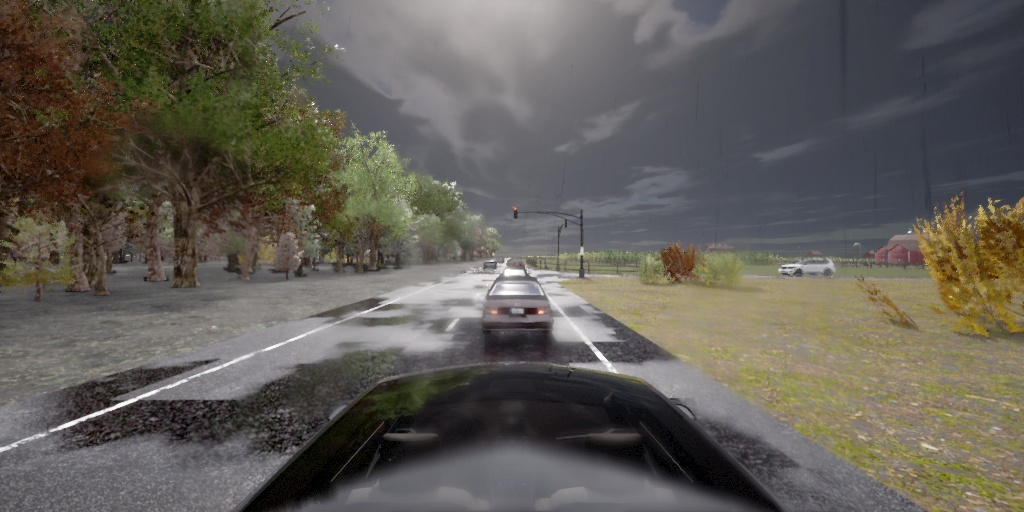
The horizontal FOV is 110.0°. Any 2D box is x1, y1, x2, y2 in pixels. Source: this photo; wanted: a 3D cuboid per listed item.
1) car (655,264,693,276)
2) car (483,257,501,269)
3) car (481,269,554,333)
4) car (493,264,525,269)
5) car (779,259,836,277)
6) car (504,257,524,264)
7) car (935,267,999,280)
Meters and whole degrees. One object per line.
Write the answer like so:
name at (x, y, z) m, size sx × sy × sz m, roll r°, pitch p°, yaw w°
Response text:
car at (18.931, 1.569, 42.033) m, size 4.181 × 1.385 × 1.994 m, roll 1°, pitch -1°, yaw 0°
car at (-3.278, 1.237, 54.543) m, size 2.128 × 1.511 × 4.902 m, roll 0°, pitch 0°, yaw 0°
car at (0.122, 1.298, 10.646) m, size 2.033 × 1.411 × 5.357 m, roll 0°, pitch 0°, yaw 0°
car at (0.146, 1.315, 19.887) m, size 1.994 × 1.385 × 4.181 m, roll 0°, pitch 0°, yaw 0°
car at (34.507, 1.396, 41.930) m, size 5.566 × 2.045 × 2.150 m, roll 1°, pitch -1°, yaw 0°
car at (0.496, 1.097, 54.123) m, size 2.097 × 1.767 × 4.553 m, roll 0°, pitch 0°, yaw -8°
car at (48.672, 1.818, 38.220) m, size 5.357 × 1.411 × 2.033 m, roll 1°, pitch -1°, yaw 1°
